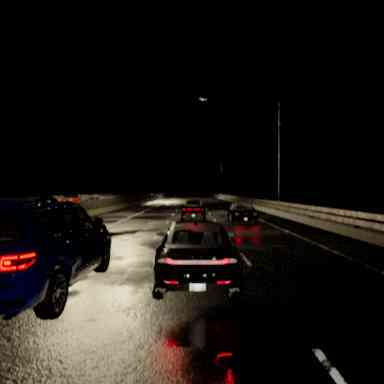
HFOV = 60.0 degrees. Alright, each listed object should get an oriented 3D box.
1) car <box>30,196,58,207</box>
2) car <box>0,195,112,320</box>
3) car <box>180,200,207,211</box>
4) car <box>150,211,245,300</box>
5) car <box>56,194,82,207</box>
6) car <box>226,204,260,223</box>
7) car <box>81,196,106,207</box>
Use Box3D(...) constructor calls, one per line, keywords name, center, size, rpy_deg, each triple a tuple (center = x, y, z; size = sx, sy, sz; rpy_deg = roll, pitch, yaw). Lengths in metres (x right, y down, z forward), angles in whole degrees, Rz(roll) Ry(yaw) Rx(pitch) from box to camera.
Box3D(name="car", center=(-21.002, 1.346, 47.538), size=(1.837, 1.490, 4.892), rpy_deg=(0, 0, 0))
Box3D(name="car", center=(-3.396, 1.191, 7.388), size=(2.150, 2.045, 5.566), rpy_deg=(0, 0, 0))
Box3D(name="car", center=(0.099, 1.400, 25.943), size=(1.837, 1.490, 4.892), rpy_deg=(0, 0, 0))
Box3D(name="car", center=(0.099, 1.458, 8.304), size=(2.128, 1.511, 4.902), rpy_deg=(0, 0, 0))
Box3D(name="car", center=(-17.502, 1.157, 47.520), size=(2.097, 1.767, 4.553), rpy_deg=(0, 0, 0))
Box3D(name="car", center=(3.598, 1.502, 24.478), size=(1.895, 1.301, 4.718), rpy_deg=(0, 0, 0))
Box3D(name="car", center=(-14.002, 1.366, 47.541), size=(2.033, 1.411, 5.357), rpy_deg=(0, 0, 0))
